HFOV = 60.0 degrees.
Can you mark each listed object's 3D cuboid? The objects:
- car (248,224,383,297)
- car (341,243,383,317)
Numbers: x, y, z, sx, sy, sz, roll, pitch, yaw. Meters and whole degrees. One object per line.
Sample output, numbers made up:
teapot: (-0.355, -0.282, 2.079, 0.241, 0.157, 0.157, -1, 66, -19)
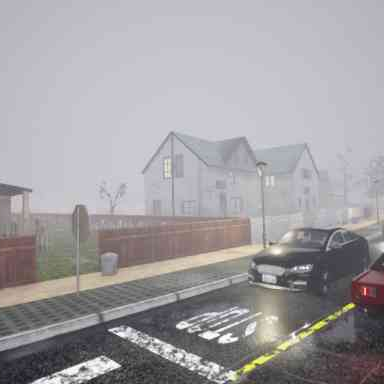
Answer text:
car: (3.485, 1.771, 9.468, 2.128, 1.511, 4.902, -4, -4, 44)
car: (5.009, 1.707, 6.807, 1.895, 1.301, 4.718, -4, -4, 45)
